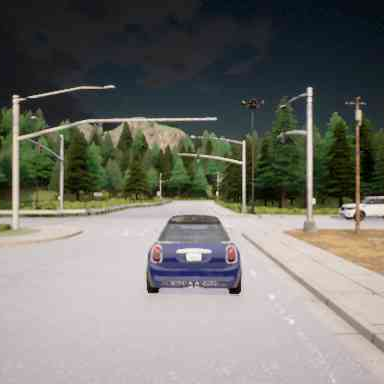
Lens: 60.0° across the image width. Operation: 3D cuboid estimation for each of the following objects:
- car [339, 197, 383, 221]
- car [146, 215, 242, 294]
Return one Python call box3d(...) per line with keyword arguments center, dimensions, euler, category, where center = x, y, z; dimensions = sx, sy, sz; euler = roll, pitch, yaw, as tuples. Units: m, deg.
box3d(center=(15.553, 1.408, 28.371), dimensions=(5.566, 2.045, 2.150), euler=(0, 0, 1), category="car")
box3d(center=(0.055, 1.397, 9.065), dimensions=(2.097, 1.767, 4.553), euler=(0, -1, 0), category="car")
